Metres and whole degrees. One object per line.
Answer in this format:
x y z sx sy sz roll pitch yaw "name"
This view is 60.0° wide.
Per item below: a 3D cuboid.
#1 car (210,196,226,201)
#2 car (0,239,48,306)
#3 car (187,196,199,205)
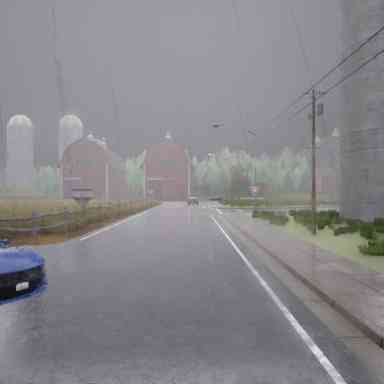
6.641 1.546 78.575 4.718 1.301 1.895 0 0 -40 "car"
-5.379 1.478 7.227 5.008 1.535 1.882 0 -2 25 "car"
0.204 1.528 60.570 1.812 1.442 4.674 0 0 1 "car"
